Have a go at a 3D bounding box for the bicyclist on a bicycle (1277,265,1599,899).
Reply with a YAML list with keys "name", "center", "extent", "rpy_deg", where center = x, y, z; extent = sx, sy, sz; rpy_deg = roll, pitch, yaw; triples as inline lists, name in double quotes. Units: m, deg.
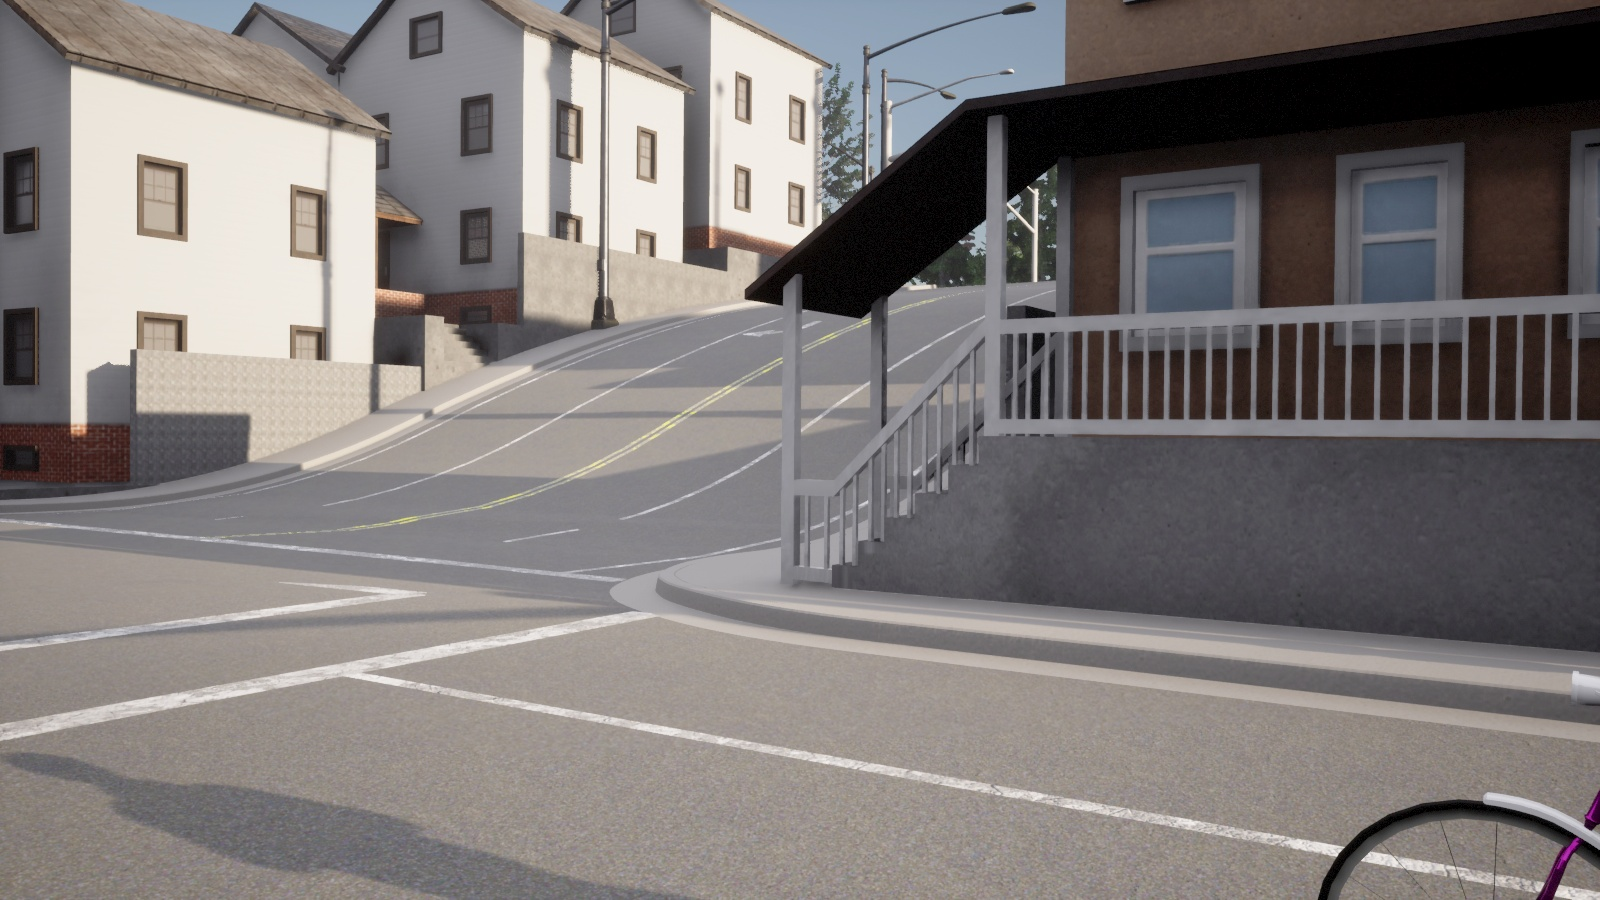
- name: "bicyclist on a bicycle"
  center: [1.928, 0.552, 2.340]
  extent: [1.843, 1.776, 0.659]
  rpy_deg: [0, 1, 34]
